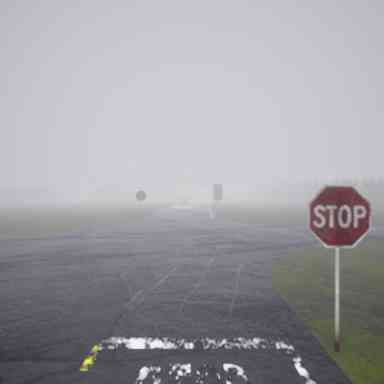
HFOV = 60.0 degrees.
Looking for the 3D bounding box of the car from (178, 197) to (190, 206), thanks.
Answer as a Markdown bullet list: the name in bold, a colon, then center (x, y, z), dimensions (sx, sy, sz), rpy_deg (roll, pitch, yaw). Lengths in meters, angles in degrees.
- **car**: center (-1.288, 1.551, 55.077), dimensions (1.895, 1.301, 4.718), rpy_deg (0, 0, 3)
